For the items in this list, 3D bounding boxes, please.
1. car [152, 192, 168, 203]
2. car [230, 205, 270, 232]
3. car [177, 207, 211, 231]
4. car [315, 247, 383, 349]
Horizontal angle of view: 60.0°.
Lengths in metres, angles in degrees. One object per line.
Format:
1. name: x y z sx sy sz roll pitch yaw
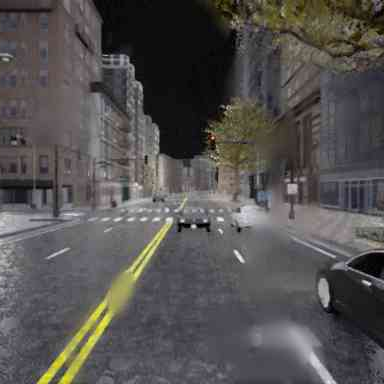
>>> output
1. car: -6.496 1.046 65.307 2.150 2.045 5.566 0 1 0
2. car: 3.352 1.492 19.676 1.812 1.442 4.674 0 0 0
3. car: 0.103 1.566 20.099 1.895 1.301 4.718 0 0 0
4. car: 3.351 1.499 4.687 1.837 1.490 4.892 0 0 0
